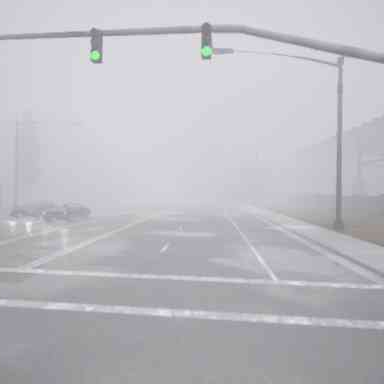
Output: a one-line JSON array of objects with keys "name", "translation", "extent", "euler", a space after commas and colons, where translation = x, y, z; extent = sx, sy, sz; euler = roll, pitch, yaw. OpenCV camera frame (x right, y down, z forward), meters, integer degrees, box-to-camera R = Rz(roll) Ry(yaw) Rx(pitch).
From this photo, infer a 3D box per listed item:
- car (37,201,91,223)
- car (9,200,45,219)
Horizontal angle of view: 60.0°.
[{"name": "car", "translation": [-9.255, 1.488, 24.849], "extent": [1.895, 1.301, 4.718], "euler": [1, 0, 4]}, {"name": "car", "translation": [-12.606, 1.395, 27.298], "extent": [2.033, 1.411, 5.357], "euler": [1, 0, 4]}]
